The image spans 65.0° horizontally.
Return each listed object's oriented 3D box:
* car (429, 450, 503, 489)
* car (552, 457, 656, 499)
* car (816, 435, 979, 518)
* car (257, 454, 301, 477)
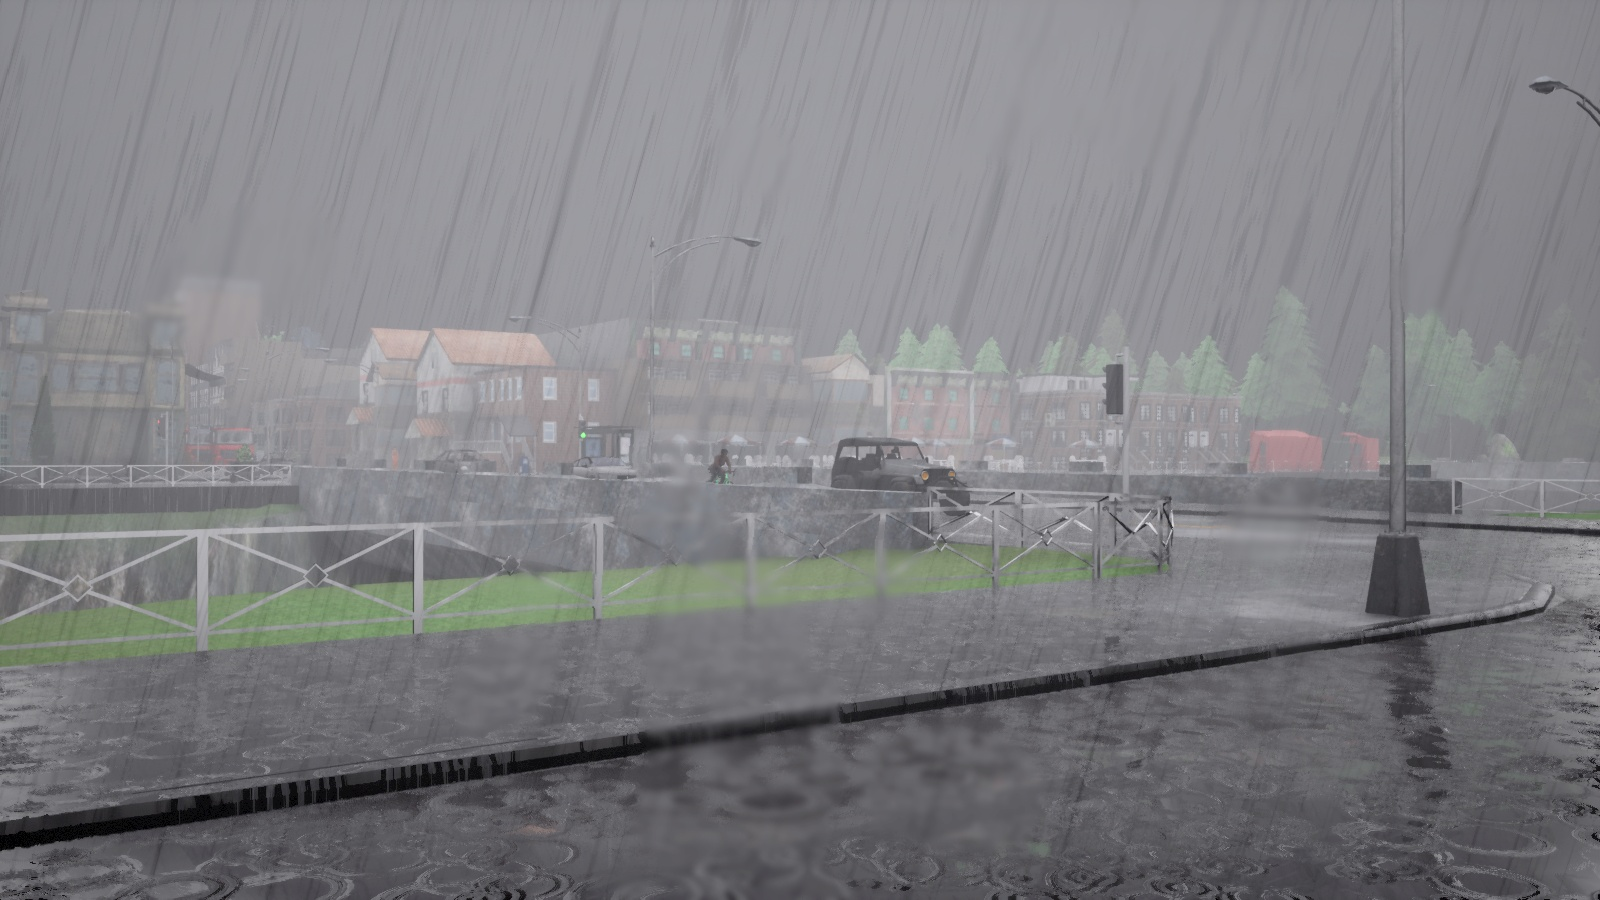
[{"bbox_3d":[-14.566,0.807,54.659,1.851,1.617,3.988,0,0,-35],"label":"car"},{"bbox_3d":[-6.856,0.929,43.585,1.994,1.385,4.181,0,0,-34],"label":"car"},{"bbox_3d":[2.291,0.610,30.450,1.905,1.878,3.866,0,0,-35],"label":"car"},{"bbox_3d":[-34.641,1.036,83.433,1.816,1.474,4.193,0,0,-35],"label":"car"}]
